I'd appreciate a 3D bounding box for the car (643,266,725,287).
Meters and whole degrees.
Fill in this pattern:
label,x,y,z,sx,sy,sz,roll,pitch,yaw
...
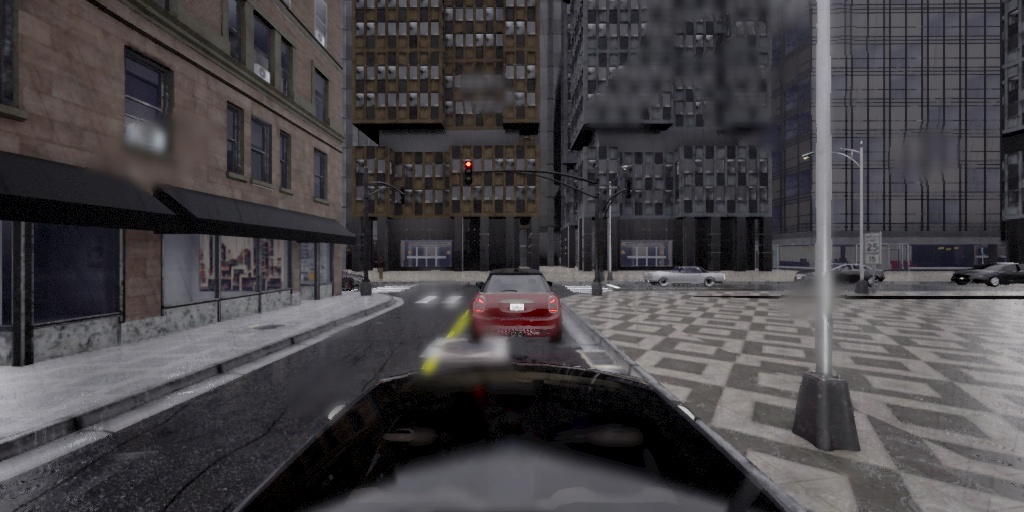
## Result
label,x,y,z,sx,sy,sz,roll,pitch,yaw
car,11.195,1.333,23.647,4.718,1.301,1.895,0,0,1

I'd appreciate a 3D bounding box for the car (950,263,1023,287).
label,x,y,z,sx,sy,sz,roll,pitch,yaw
car,31.807,1.209,23.409,4.892,1.490,1.837,0,0,1

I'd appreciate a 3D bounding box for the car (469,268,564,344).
label,x,y,z,sx,sy,sz,roll,pitch,yaw
car,0.069,1.102,9.731,2.097,1.767,4.553,0,0,-1

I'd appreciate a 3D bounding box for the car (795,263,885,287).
label,x,y,z,sx,sy,sz,roll,pitch,yaw
car,21.388,1.209,23.532,4.902,1.511,2.128,0,0,1

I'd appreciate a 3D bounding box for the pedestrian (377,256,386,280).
label,x,y,z,sx,sy,sz,roll,pitch,yaw
pedestrian,-9.838,0.903,26.913,0.375,1.860,0.375,0,0,1

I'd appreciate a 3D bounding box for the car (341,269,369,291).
label,x,y,z,sx,sy,sz,roll,pitch,yaw
car,-10.662,1.288,20.667,4.674,1.442,1.812,0,0,1
